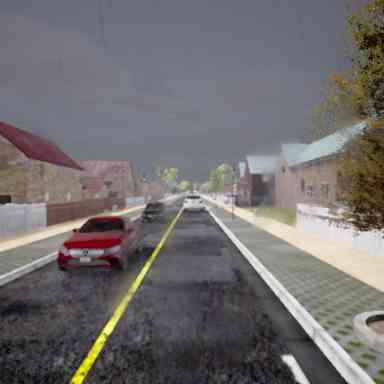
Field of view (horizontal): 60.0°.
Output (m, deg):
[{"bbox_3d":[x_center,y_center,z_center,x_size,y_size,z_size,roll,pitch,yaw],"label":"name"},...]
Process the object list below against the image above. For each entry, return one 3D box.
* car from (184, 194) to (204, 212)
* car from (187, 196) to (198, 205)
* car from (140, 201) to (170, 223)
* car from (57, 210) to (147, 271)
[{"bbox_3d":[0.195,1.238,38.761,2.150,2.045,5.566,0,0,1],"label":"car"},{"bbox_3d":[0.140,1.491,61.498,1.882,1.535,5.008,0,0,0],"label":"car"},{"bbox_3d":[-2.793,1.510,25.857,1.837,1.490,4.892,0,2,0],"label":"car"},{"bbox_3d":[-2.812,1.531,11.058,1.812,1.442,4.674,0,0,0],"label":"car"}]
